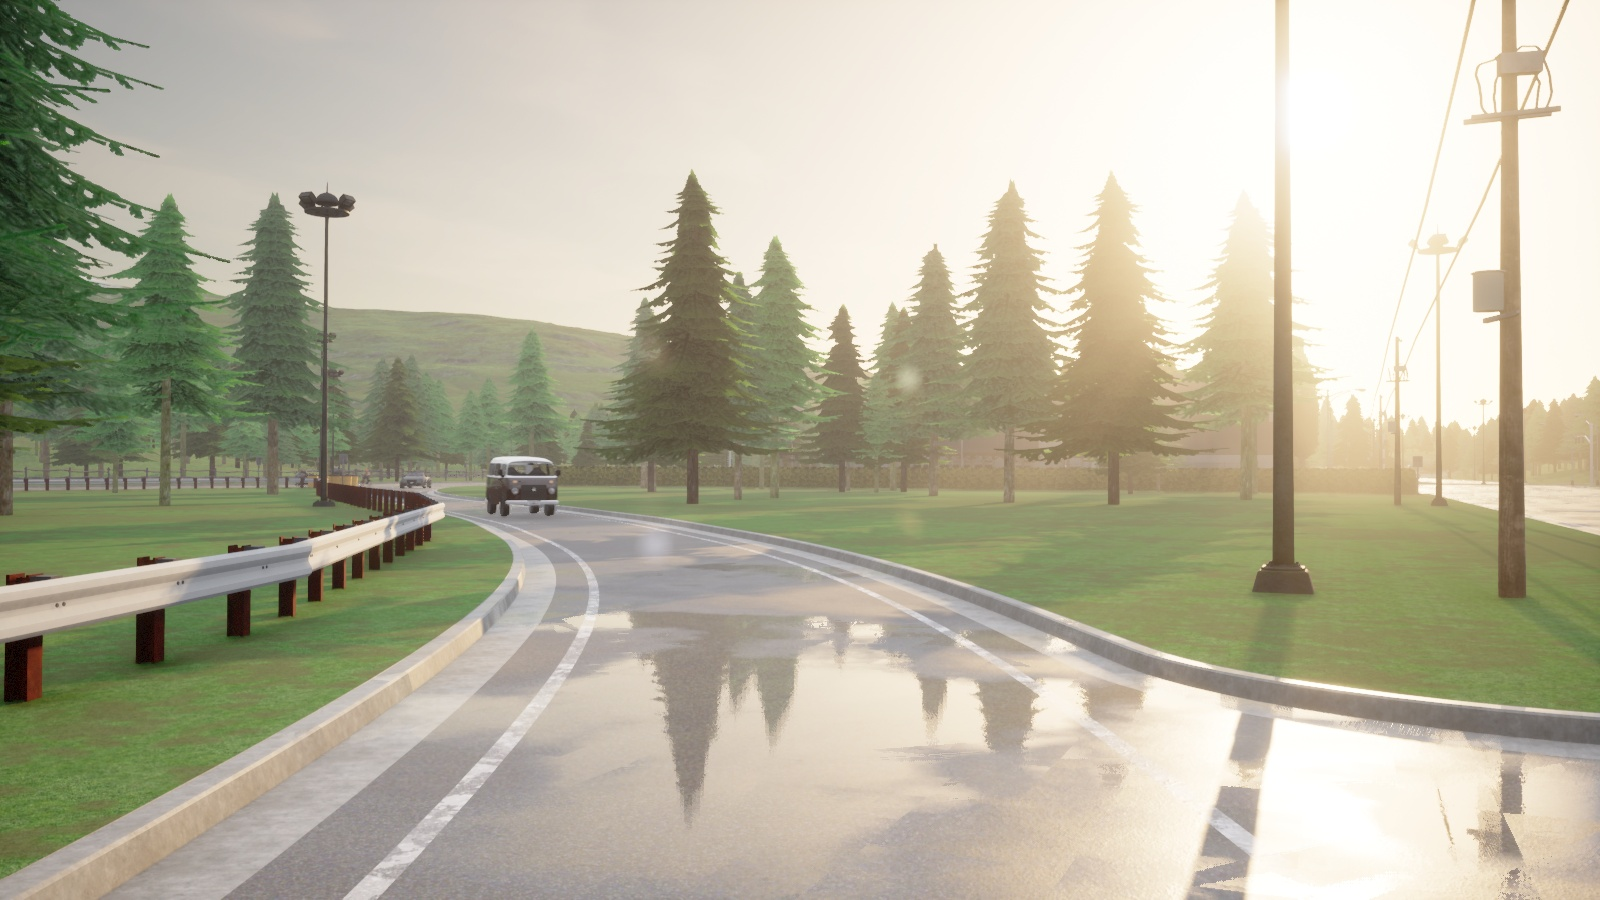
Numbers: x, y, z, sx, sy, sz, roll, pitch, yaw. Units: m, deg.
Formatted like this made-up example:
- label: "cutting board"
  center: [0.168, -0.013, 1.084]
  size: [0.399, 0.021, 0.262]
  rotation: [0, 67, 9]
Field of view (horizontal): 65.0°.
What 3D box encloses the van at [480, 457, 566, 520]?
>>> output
- label: "van"
  center: [-9.545, 1.298, 43.027]
  size: [2.069, 2.038, 4.480]
  rotation: [0, -1, -24]
